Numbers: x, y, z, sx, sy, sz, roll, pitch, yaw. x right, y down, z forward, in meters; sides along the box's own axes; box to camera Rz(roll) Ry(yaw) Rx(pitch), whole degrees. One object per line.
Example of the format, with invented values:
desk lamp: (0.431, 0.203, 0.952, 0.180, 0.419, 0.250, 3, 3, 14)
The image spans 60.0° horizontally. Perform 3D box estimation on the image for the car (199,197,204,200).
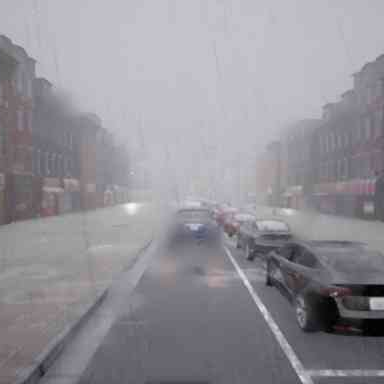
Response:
car: (2.650, 1.941, 57.320, 1.887, 1.381, 4.507, -1, -1, 0)

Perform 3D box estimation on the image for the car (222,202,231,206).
car: (2.639, 1.663, 23.566, 1.887, 1.381, 4.507, -1, 0, 0)

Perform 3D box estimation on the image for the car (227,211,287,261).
car: (2.636, 1.605, 12.315, 2.008, 1.369, 4.403, 0, 0, 0)

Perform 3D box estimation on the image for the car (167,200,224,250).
car: (0.088, 1.421, 14.885, 2.097, 1.767, 4.553, 0, 0, 0)

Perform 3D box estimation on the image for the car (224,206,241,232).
car: (2.638, 1.667, 17.940, 1.802, 1.307, 4.206, -1, 0, 0)

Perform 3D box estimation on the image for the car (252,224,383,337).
car: (2.634, 1.594, 6.689, 1.947, 1.339, 4.313, 0, 0, 0)

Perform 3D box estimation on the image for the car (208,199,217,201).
car: (2.640, 1.596, 29.192, 1.967, 1.590, 4.097, -1, 0, 0)

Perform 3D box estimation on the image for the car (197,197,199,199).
car: (2.655, 2.140, 74.195, 2.008, 1.369, 4.403, -1, -1, 0)
